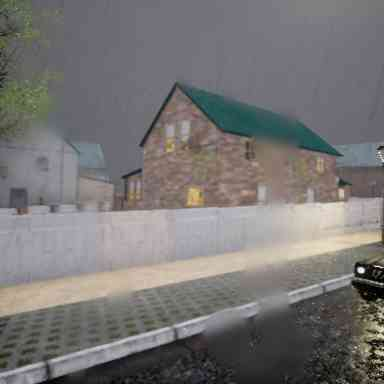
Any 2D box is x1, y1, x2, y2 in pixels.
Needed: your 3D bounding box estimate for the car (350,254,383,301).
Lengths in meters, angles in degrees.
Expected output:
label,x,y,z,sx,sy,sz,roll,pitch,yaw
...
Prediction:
label,x,y,z,sx,sy,sz,roll,pitch,yaw
car,5.409,1.598,7.184,4.718,1.301,1.895,0,0,-38
